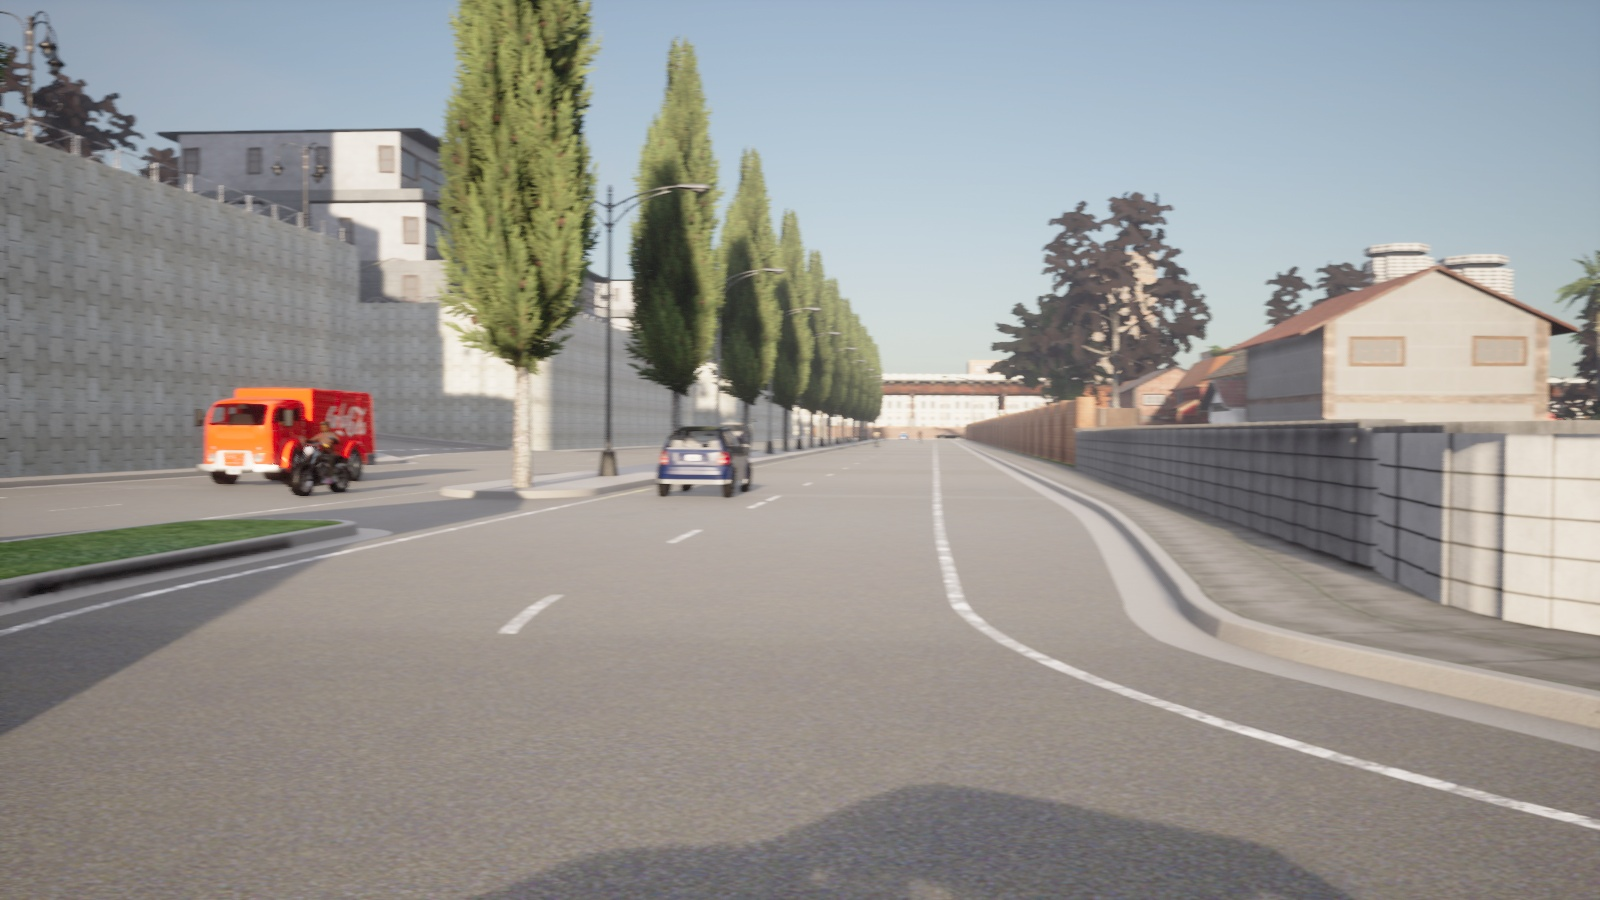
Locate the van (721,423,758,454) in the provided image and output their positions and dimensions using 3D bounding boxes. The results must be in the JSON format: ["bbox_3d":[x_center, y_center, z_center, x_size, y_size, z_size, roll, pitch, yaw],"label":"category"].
[{"bbox_3d":[-3.968,-0.770,83.067,1.775,1.987,4.442,0,1,6],"label":"van"}]

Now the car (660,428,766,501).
[{"bbox_3d":[-1.932,0.279,28.877,1.789,1.549,3.705,0,1,6],"label":"car"}]

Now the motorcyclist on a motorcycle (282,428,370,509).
[{"bbox_3d":[-10.181,0.363,27.081,0.766,1.649,2.350,0,1,6],"label":"motorcyclist on a motorcycle"}]

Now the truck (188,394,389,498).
[{"bbox_3d":[-13.093,-0.130,32.605,2.627,2.467,5.204,0,1,6],"label":"truck"}]
